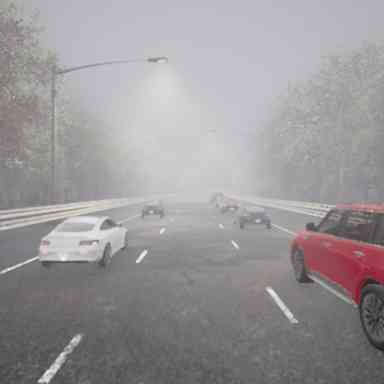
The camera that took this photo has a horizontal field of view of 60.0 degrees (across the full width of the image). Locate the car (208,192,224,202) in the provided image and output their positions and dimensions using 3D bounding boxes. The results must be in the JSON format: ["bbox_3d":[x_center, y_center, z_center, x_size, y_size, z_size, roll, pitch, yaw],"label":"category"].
[{"bbox_3d":[4.237,1.024,55.215,2.150,2.045,5.566,0,0,2],"label":"car"}]

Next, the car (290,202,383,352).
[{"bbox_3d":[3.627,1.198,6.286,2.150,2.045,5.566,0,0,-1],"label":"car"}]

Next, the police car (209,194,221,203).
[{"bbox_3d":[4.553,1.265,66.137,2.038,1.542,4.974,0,0,2],"label":"police car"}]

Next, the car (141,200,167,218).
[{"bbox_3d":[-3.202,1.425,28.669,1.812,1.442,4.674,0,0,1],"label":"car"}]

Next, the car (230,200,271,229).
[{"bbox_3d":[3.718,1.454,20.984,1.812,1.442,4.674,0,0,0],"label":"car"}]

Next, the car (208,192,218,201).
[{"bbox_3d":[4.926,0.937,77.114,2.150,2.045,5.566,0,0,2],"label":"car"}]

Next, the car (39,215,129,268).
[{"bbox_3d":[-3.361,1.487,11.014,1.812,1.442,4.674,0,0,0],"label":"car"}]

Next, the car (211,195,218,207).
[{"bbox_3d":[3.977,1.445,44.264,1.895,1.301,4.718,0,0,1],"label":"car"}]

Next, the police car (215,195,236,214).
[{"bbox_3d":[3.773,1.390,33.281,2.038,1.542,4.974,0,0,1],"label":"police car"}]
